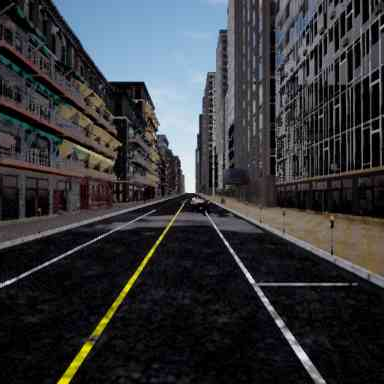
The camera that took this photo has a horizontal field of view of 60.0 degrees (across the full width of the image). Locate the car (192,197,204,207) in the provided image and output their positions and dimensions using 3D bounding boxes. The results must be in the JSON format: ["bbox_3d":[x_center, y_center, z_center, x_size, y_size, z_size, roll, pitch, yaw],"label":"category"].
[{"bbox_3d":[0.900,1.559,52.587,1.812,1.442,4.674,0,0,0],"label":"car"}]

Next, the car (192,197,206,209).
[{"bbox_3d":[0.900,1.502,46.586,1.882,1.535,5.008,0,0,0],"label":"car"}]

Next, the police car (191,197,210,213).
[{"bbox_3d":[0.900,1.441,36.696,1.930,1.638,5.238,0,0,0],"label":"police car"}]
